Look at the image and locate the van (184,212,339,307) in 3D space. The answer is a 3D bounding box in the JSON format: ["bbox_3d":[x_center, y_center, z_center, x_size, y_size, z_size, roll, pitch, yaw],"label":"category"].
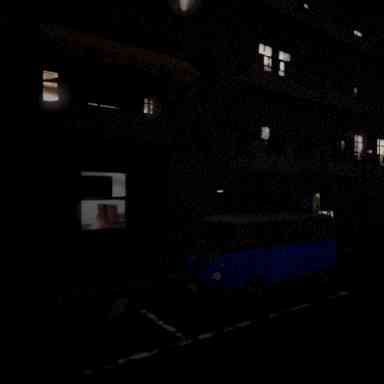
[{"bbox_3d":[1.737,1.387,7.814,3.998,1.788,1.690,1,-1,-36],"label":"van"}]
